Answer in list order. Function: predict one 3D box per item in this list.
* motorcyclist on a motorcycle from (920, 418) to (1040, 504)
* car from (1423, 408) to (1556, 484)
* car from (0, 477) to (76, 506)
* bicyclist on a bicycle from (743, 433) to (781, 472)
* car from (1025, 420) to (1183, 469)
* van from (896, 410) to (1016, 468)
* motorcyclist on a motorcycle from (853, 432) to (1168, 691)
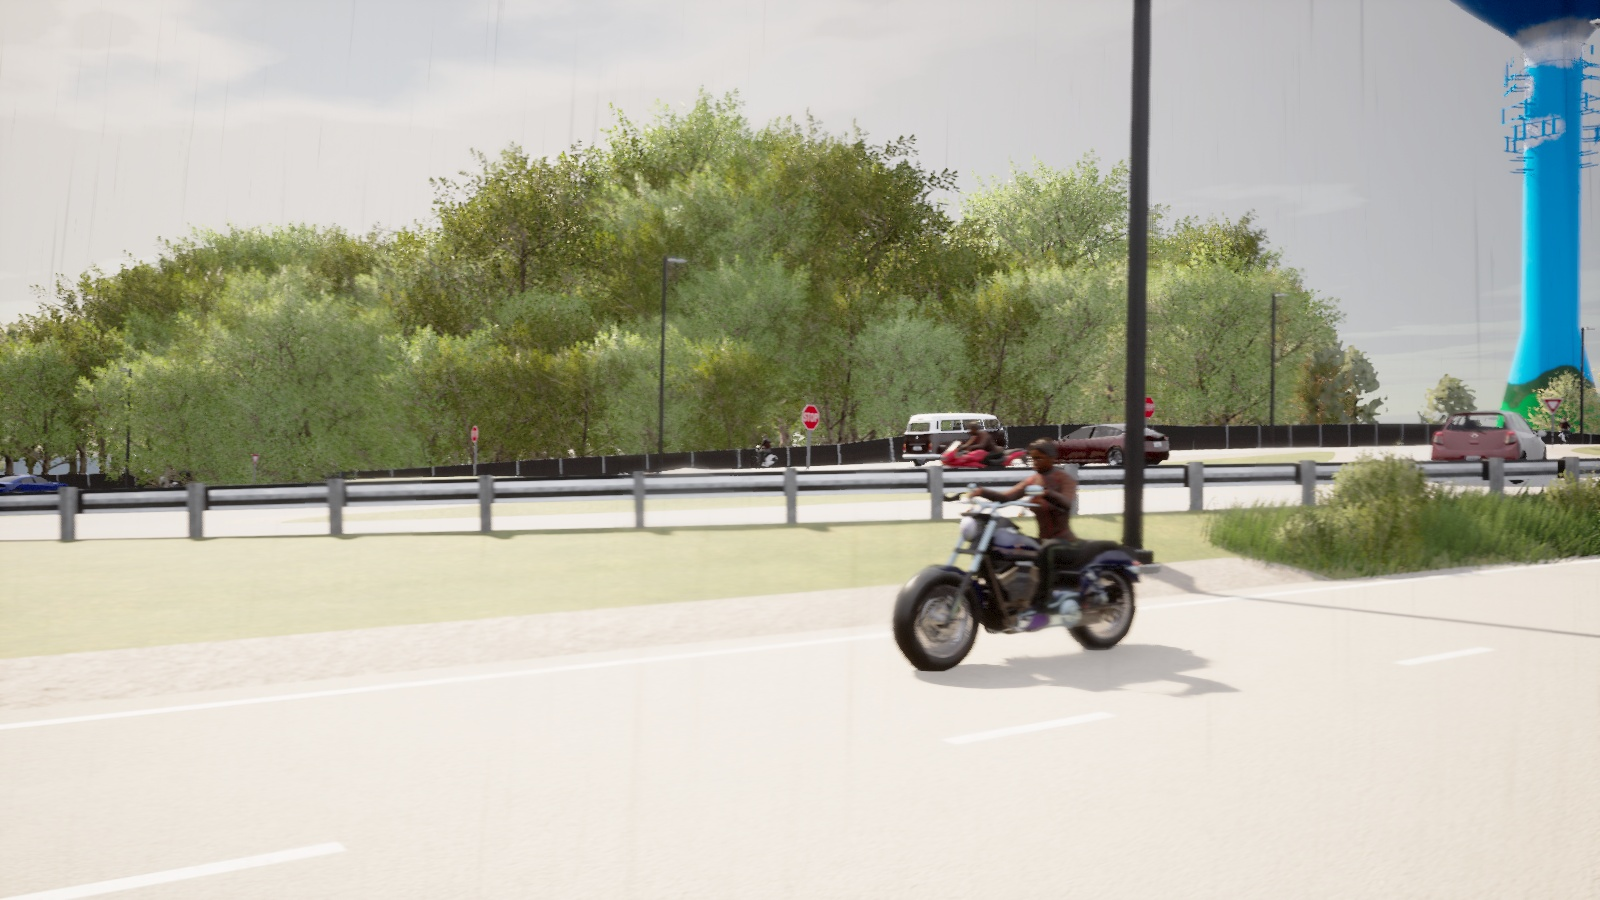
[{"bbox_3d":[3.386,0.205,23.685,2.044,1.523,0.797,-2,-1,-20],"label":"motorcyclist on a motorcycle"},{"bbox_3d":[14.703,-0.119,26.694,1.845,1.501,3.633,-1,1,39],"label":"car"},{"bbox_3d":[-45.917,2.432,74.704,1.882,1.535,5.008,0,0,16],"label":"car"},{"bbox_3d":[-1.823,0.123,60.041,1.843,1.776,0.659,-3,-3,40],"label":"bicyclist on a bicycle"},{"bbox_3d":[10.039,-0.171,41.810,2.163,1.488,4.792,-3,1,-36],"label":"car"},{"bbox_3d":[6.101,-0.445,48.884,4.480,2.038,2.069,-3,1,-41],"label":"van"},{"bbox_3d":[1.555,0.710,9.005,2.350,1.649,0.766,0,0,-35],"label":"motorcyclist on a motorcycle"}]
